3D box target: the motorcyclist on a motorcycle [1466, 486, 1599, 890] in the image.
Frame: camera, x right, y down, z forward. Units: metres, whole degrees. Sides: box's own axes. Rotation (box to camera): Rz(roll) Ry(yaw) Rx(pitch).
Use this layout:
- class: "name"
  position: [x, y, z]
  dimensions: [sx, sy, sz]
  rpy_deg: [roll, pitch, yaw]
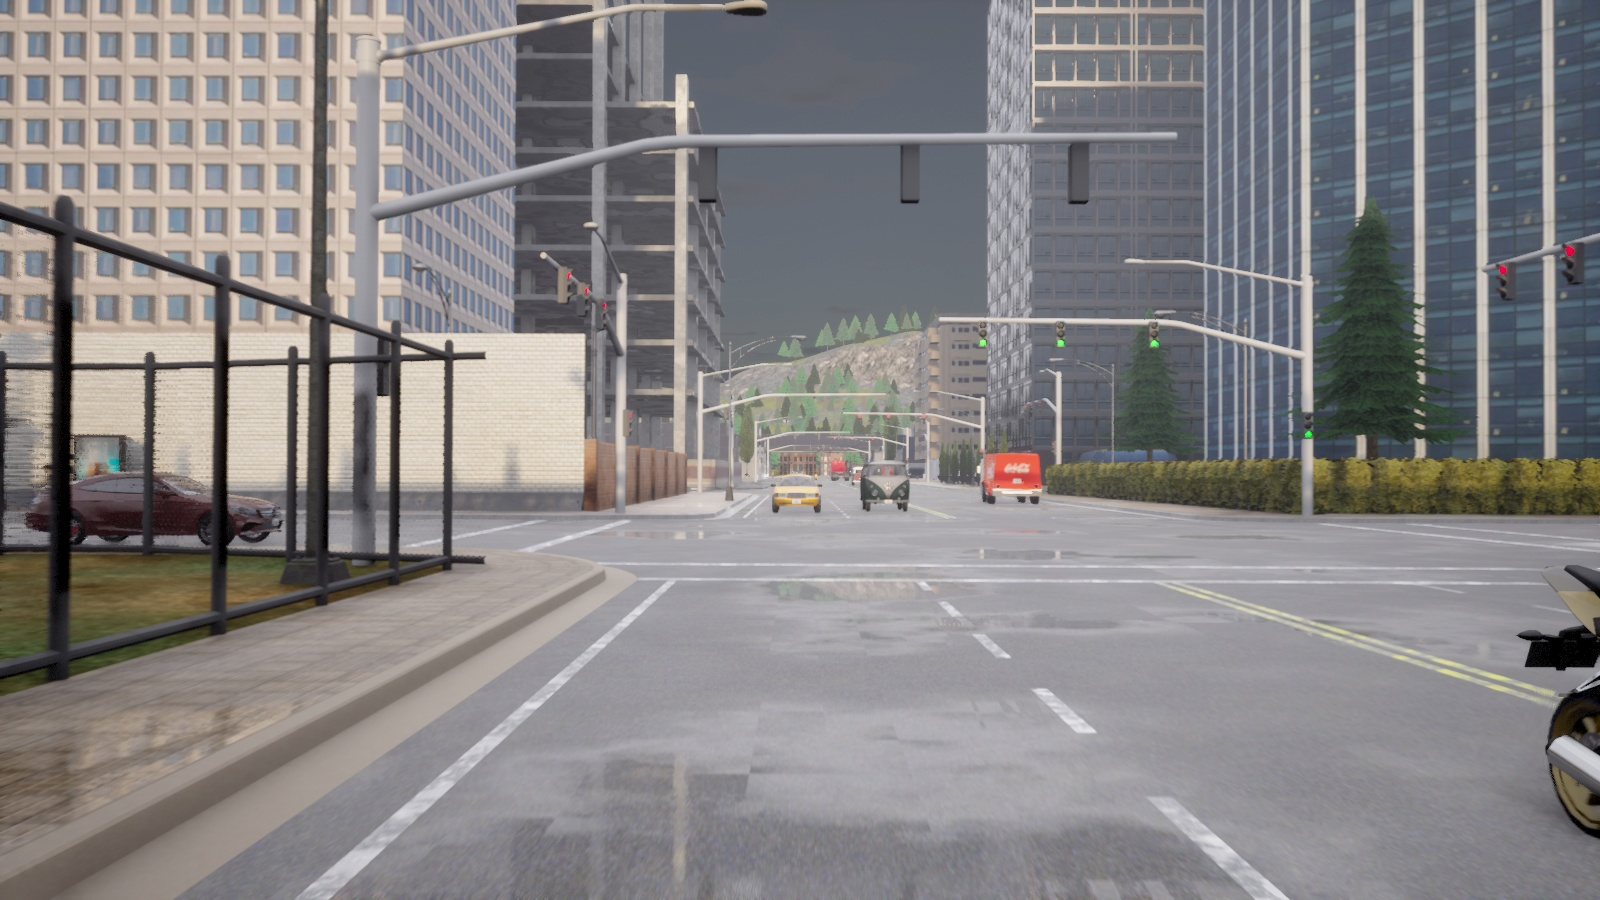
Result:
- class: "motorcyclist on a motorcycle"
  position: [3.489, 0.913, 4.645]
  dimensions: [0.866, 1.530, 2.191]
  rpy_deg: [0, -1, 0]

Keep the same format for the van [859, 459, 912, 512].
- class: "van"
  position: [3.377, 1.395, 50.233]
  dimensions: [1.775, 1.987, 4.442]
  rpy_deg: [0, -1, 0]

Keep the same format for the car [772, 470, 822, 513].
- class: "car"
  position: [-0.119, 1.570, 48.737]
  dimensions: [1.801, 1.575, 5.366]
  rpy_deg: [0, -1, 0]

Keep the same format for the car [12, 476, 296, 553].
- class: "car"
  position: [-12.660, 1.251, 24.815]
  dimensions: [4.674, 1.442, 1.812]
  rpy_deg: [0, -1, 0]

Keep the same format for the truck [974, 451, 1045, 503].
- class: "truck"
  position: [10.347, 1.332, 62.469]
  dimensions: [2.627, 2.467, 5.204]
  rpy_deg: [0, -1, 0]
